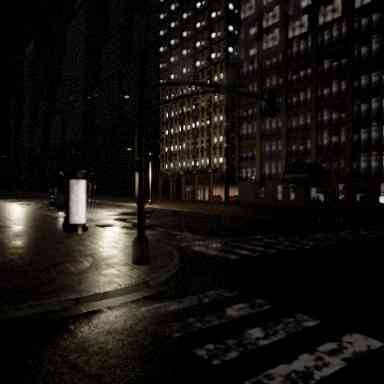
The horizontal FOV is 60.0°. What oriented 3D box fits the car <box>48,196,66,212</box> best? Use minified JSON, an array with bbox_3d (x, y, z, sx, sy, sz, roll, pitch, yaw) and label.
[{"bbox_3d":[-12.857,1.159,33.052,2.128,1.511,4.902,1,0,-37],"label":"car"}]
